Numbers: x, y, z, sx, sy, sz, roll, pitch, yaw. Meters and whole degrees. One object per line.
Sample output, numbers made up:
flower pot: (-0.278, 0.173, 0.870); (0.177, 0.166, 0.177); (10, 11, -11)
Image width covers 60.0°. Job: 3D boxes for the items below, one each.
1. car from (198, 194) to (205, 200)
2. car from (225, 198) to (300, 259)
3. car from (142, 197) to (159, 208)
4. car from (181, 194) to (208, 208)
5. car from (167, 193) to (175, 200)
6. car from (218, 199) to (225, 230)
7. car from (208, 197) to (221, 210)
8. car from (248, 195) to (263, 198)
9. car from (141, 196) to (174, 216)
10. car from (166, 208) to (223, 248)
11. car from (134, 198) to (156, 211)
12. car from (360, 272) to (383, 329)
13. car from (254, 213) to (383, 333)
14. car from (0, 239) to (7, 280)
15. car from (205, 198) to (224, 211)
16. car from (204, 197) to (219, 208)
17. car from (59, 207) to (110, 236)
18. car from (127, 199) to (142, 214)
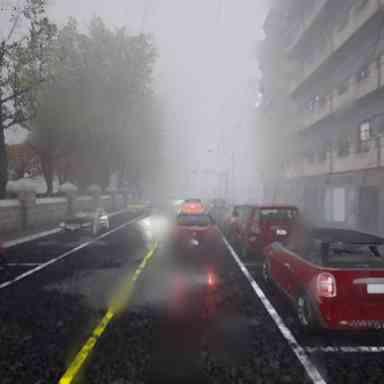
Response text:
car: (2.672, 1.402, 95.469); (1.752, 1.417, 4.829); (0, 0, 0)
car: (2.686, 1.290, 12.415); (2.192, 1.841, 5.009); (0, 0, 0)
car: (-5.699, 1.445, 46.026); (1.752, 1.417, 4.829); (0, 0, 0)
car: (0.088, 1.292, 31.000); (2.097, 1.767, 4.553); (0, 0, 0)
car: (-5.708, 1.194, 89.762); (2.192, 1.841, 5.009); (0, 0, 0)
car: (2.686, 1.404, 18.046); (1.967, 1.590, 4.097); (0, 0, 0)
car: (2.683, 1.374, 34.936); (1.967, 1.590, 4.097); (0, 0, 0)
car: (14.604, 1.480, 73.192); (5.009, 1.841, 2.192); (1, -1, 0)
car: (-3.104, 1.431, 31.145); (2.128, 1.511, 4.902); (0, 0, 0)
car: (0.090, 1.571, 14.466); (1.895, 1.301, 4.718); (0, 0, 0)
car: (-5.698, 1.477, 40.565); (2.008, 1.369, 4.403); (0, 0, 0)
car: (2.689, 1.542, 1.156); (1.887, 1.381, 4.507); (0, 0, 0)
car: (2.688, 1.426, 6.785); (1.967, 1.590, 4.097); (0, 0, 0)
car: (-5.693, 1.426, 6.782); (1.967, 1.590, 4.097); (0, 0, 0)
car: (2.683, 1.492, 40.567); (1.947, 1.339, 4.313); (0, 0, 0)
car: (2.681, 1.445, 46.368); (1.752, 1.417, 4.829); (0, 0, 0)
car: (-5.694, 1.514, 18.044); (2.008, 1.369, 4.403); (0, 0, 0)
car: (-5.697, 1.459, 34.765); (1.752, 1.417, 4.829); (0, 0, 0)
